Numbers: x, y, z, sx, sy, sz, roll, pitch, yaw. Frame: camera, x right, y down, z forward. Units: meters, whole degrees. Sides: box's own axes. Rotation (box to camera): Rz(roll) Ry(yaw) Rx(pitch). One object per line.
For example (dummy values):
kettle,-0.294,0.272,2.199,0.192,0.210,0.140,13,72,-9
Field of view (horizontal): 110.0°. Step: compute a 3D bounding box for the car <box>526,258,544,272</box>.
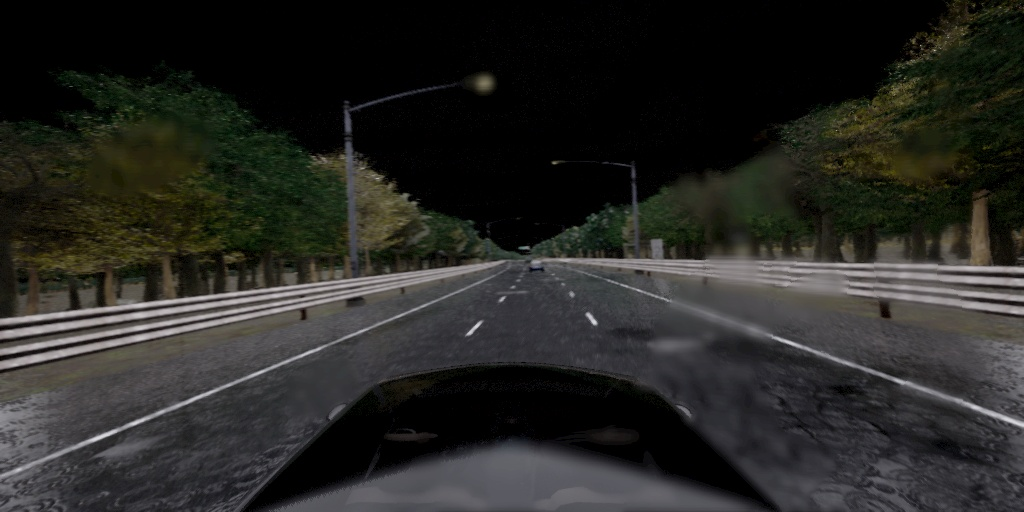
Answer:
car,3.427,1.458,50.131,2.163,1.488,4.792,-3,-1,3
